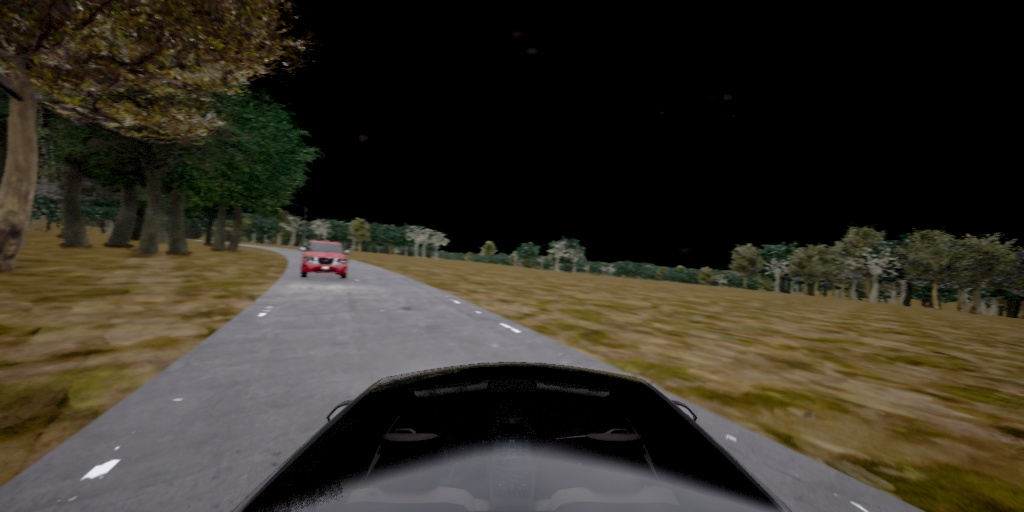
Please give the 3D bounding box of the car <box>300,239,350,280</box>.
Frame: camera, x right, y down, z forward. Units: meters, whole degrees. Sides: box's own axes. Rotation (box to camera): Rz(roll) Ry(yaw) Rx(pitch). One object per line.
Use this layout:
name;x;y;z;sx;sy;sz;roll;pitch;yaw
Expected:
car;-10.651;0.126;20.352;2.150;2.045;5.566;5;0;-30
